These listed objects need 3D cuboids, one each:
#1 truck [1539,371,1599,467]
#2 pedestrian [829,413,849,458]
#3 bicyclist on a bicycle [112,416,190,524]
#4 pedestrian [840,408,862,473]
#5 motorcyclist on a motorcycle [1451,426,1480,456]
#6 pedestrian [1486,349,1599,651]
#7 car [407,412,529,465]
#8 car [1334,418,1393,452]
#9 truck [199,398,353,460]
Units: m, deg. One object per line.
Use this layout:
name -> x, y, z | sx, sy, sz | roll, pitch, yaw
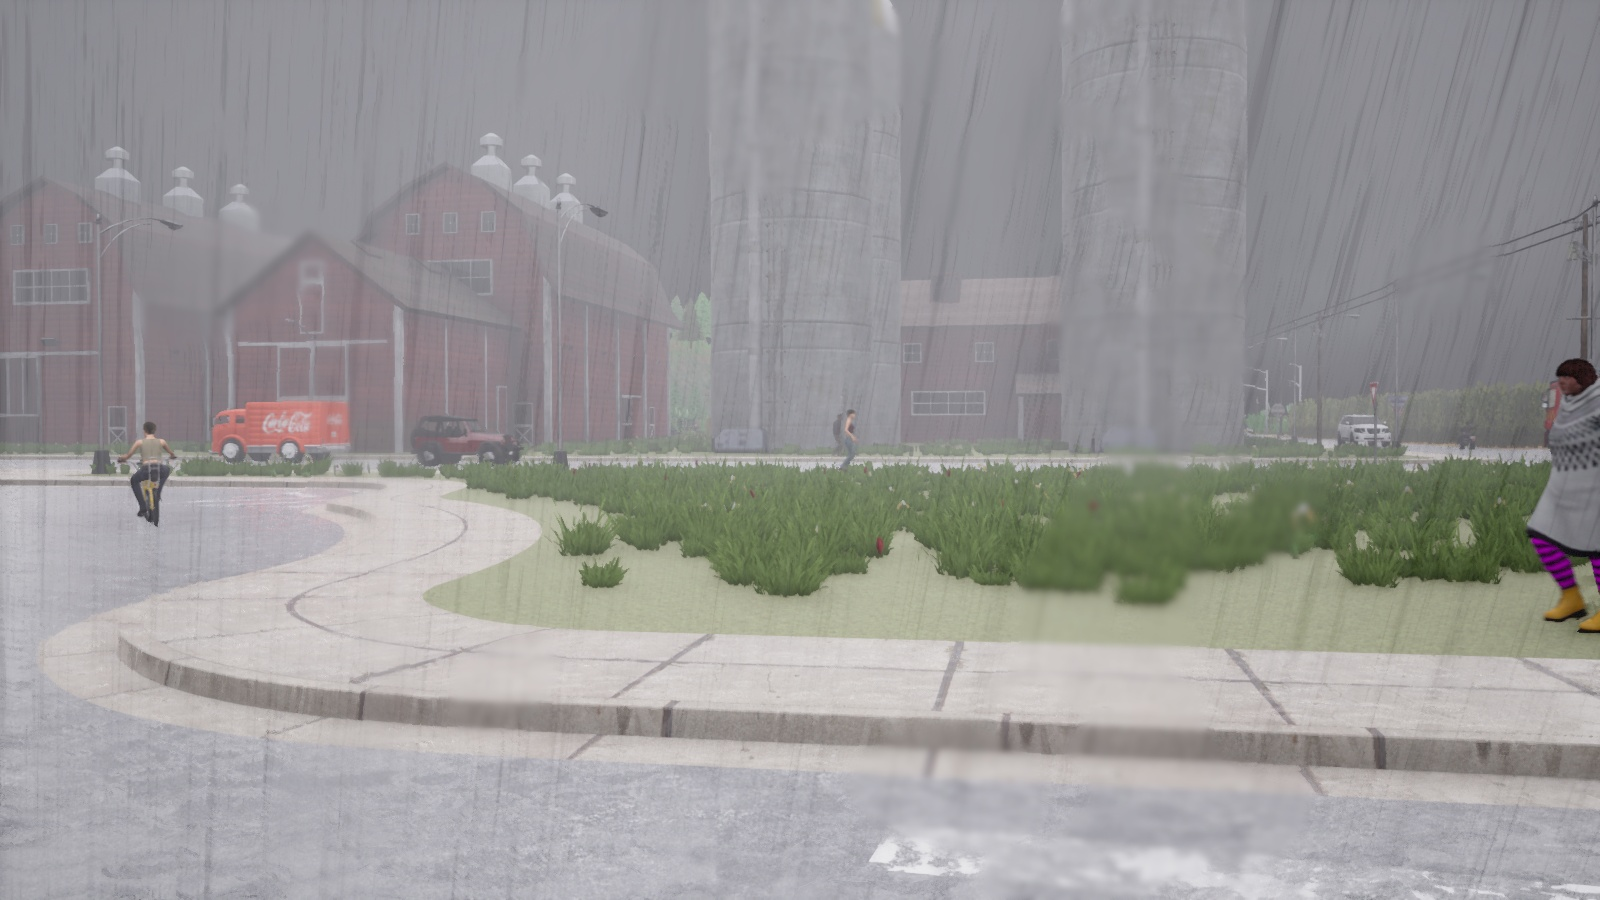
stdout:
truck -> 34.260, -1.297, 53.201 | 2.891, 3.827, 8.468 | 1, 1, 15
pedestrian -> 1.611, -0.620, 51.717 | 0.703, 1.840, 0.431 | 1, 1, 19
bicyclist on a bicycle -> -10.231, 0.284, 19.776 | 0.866, 1.612, 1.509 | -2, 2, -34
pedestrian -> 1.437, -0.271, 35.422 | 0.594, 1.836, 0.345 | 0, 1, 9
motorcyclist on a motorcycle -> 37.472, -0.541, 70.697 | 0.766, 1.649, 2.350 | 1, 1, 11
pedestrian -> 5.243, 0.321, 8.444 | 0.873, 1.952, 0.659 | 0, 1, 1
car -> -12.176, -0.434, 46.149 | 3.866, 1.878, 1.905 | 1, 1, 10
car -> 35.505, -0.967, 79.236 | 2.150, 2.045, 5.566 | 1, 1, 11
truck -> -21.324, -0.876, 51.255 | 5.204, 2.467, 2.627 | 1, 1, 10
